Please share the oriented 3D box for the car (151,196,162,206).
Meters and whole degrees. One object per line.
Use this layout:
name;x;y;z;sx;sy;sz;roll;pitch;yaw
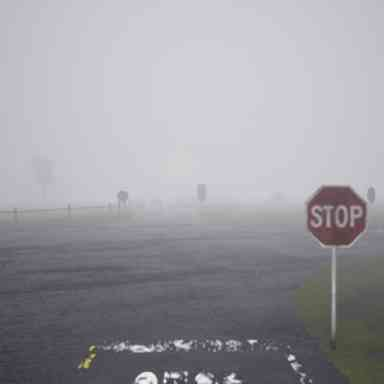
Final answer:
car;-5.981;1.489;56.249;1.882;1.535;5.008;0;0;-6
